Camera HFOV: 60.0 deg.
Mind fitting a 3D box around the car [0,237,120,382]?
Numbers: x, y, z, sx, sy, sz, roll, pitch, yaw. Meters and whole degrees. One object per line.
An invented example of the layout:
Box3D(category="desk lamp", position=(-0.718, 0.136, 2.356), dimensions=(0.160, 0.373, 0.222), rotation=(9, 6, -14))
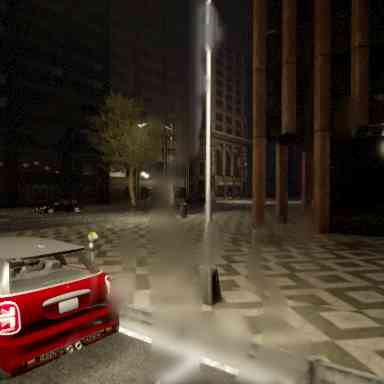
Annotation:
Box3D(category="car", position=(-3.095, 1.438, 5.303), dimensions=(4.097, 1.590, 1.967), rotation=(0, 0, 37))

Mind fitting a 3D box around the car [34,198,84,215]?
Box3D(category="car", position=(-13.259, 1.423, 33.358), dimensions=(1.837, 1.490, 4.892), rotation=(0, 0, 36))

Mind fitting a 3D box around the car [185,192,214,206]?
Box3D(category="car", position=(1.274, 1.092, 52.984), dimensions=(2.150, 2.045, 5.566), rotation=(0, 0, 37))
